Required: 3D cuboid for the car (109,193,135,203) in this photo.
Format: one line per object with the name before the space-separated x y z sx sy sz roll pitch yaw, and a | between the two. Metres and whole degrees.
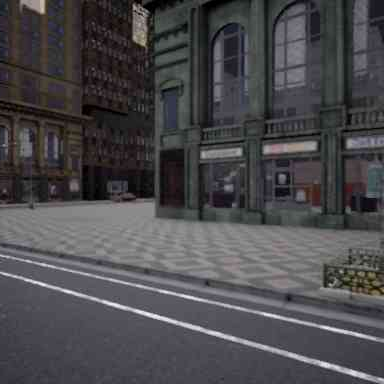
car | -11.779 0.923 56.378 2.097 1.767 4.553 0 1 36
